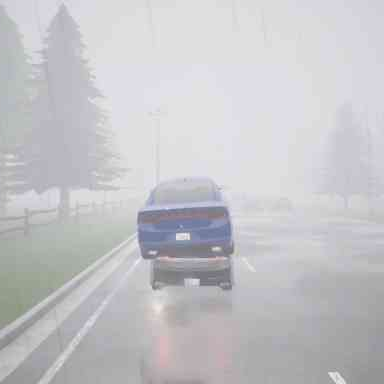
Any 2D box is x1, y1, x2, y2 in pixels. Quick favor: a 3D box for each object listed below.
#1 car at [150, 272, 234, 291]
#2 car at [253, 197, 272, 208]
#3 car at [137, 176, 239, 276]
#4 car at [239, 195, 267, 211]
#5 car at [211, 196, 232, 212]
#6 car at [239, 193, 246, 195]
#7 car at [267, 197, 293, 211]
[{"bbox_3d":[0.001,1.551,9.027,2.128,1.511,4.902,0,1,0],"label":"car"},{"bbox_3d":[10.500,1.505,50.068,1.837,1.490,4.892,0,0,0],"label":"car"},{"bbox_3d":[-0.082,0.341,8.300,1.882,1.535,5.008,-4,7,3],"label":"car"},{"bbox_3d":[7.000,1.491,39.648,2.128,1.511,4.902,0,0,0],"label":"car"},{"bbox_3d":[3.500,1.352,40.035,2.097,1.767,4.553,0,0,0],"label":"car"},{"bbox_3d":[7.000,1.221,50.098,2.150,2.045,5.566,0,0,0],"label":"car"},{"bbox_3d":[10.500,1.352,40.035,2.097,1.767,4.553,0,0,0],"label":"car"}]
